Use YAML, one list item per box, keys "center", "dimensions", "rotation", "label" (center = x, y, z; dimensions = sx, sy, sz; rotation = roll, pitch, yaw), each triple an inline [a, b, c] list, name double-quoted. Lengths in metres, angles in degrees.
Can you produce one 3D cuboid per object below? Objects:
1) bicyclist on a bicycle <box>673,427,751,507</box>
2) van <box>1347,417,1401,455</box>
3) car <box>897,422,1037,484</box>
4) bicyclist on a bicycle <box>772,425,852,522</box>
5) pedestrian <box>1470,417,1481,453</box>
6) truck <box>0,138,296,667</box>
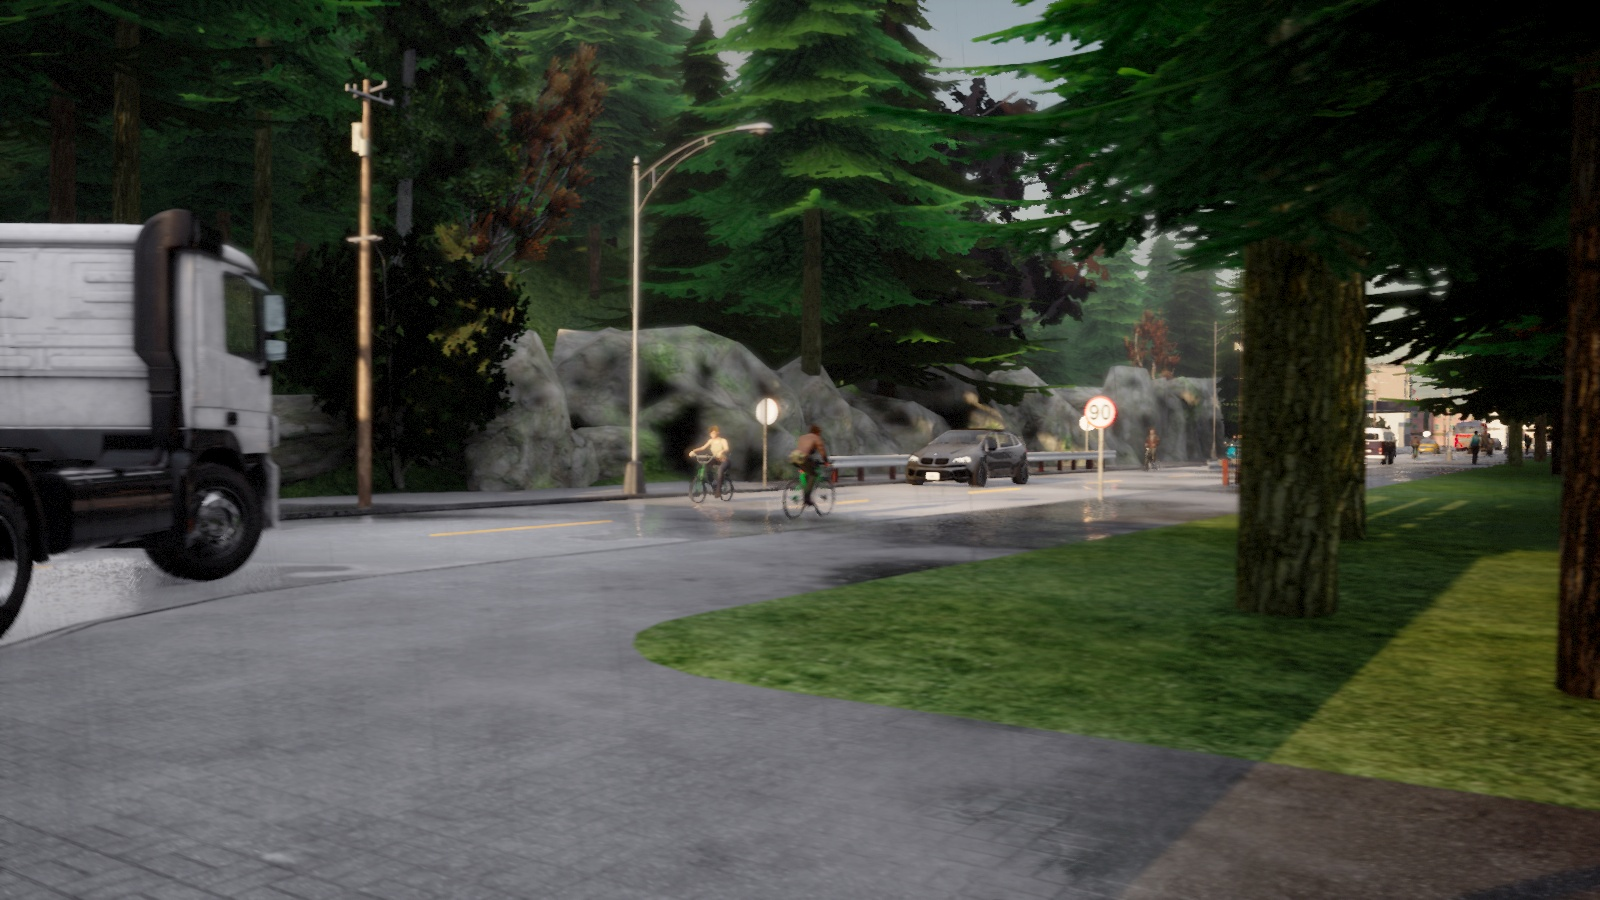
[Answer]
- center: [-1.816, 0.331, 26.044]
  dimensions: [0.866, 1.612, 1.509]
  rotation: [0, 1, 33]
  label: "bicyclist on a bicycle"
- center: [32.207, -0.797, 70.414]
  dimensions: [2.069, 2.038, 4.480]
  rotation: [0, 1, 34]
  label: "van"
- center: [4.900, 0.039, 36.269]
  dimensions: [2.242, 1.667, 4.611]
  rotation: [0, 1, 33]
  label: "car"
- center: [0.228, 0.386, 21.839]
  dimensions: [0.582, 1.620, 1.656]
  rotation: [0, 1, 33]
  label: "bicyclist on a bicycle"
- center: [35.811, -0.791, 66.557]
  dimensions: [0.396, 1.930, 0.692]
  rotation: [0, 1, 38]
  label: "pedestrian"
- center: [-6.773, -0.320, 9.736]
  dimensions: [2.891, 3.462, 7.936]
  rotation: [-1, 1, -3]
  label: "truck"
